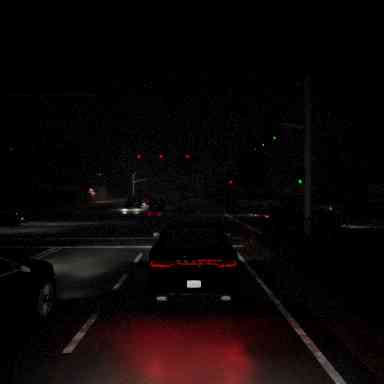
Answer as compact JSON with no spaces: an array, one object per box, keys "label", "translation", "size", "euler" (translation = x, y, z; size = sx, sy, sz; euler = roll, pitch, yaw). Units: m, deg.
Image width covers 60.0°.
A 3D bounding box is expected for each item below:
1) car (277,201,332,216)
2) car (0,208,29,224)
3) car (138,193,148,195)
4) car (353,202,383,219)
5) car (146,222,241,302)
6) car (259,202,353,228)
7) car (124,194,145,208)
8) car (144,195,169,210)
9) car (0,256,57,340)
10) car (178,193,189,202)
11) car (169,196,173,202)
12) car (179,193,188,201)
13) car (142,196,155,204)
[{"label":"car","translation":[10.866,1.601,32.336],"size":[4.718,1.301,1.895],"euler":[0,0,-2]},{"label":"car","translation":[-14.353,1.601,23.755],"size":[4.718,1.301,1.895],"euler":[0,0,-2]},{"label":"car","translation":[-8.545,1.221,57.087],"size":[2.150,2.045,5.566],"euler":[0,0,-1]},{"label":"car","translation":[14.762,1.564,28.946],"size":[4.181,1.385,1.994],"euler":[0,0,-2]},{"label":"car","translation":[0.001,1.478,8.365],"size":[1.882,1.535,5.008],"euler":[0,0,-1]},{"label":"car","translation":[7.092,1.547,21.504],"size":[5.357,1.411,2.033],"euler":[0,0,-2]},{"label":"car","translation":[-8.307,1.477,47.102],"size":[1.882,1.535,5.008],"euler":[0,0,-1]},{"label":"car","translation":[-4.467,1.491,42.403],"size":[2.128,1.511,4.902],"euler":[0,0,-1]},{"label":"car","translation":[-3.468,1.492,4.374],"size":[2.128,1.511,4.902],"euler":[0,0,0]},{"label":"car","translation":[-1.900,1.225,74.229],"size":[2.150,2.045,5.566],"euler":[0,0,-1]},{"label":"car","translation":[-5.486,1.539,77.302],"size":[2.033,1.411,5.357],"euler":[0,0,-1]},{"label":"car","translation":[-2.182,1.225,84.962],"size":[2.150,2.045,5.566],"euler":[0,0,-1]},{"label":"car","translation":[-8.753,1.564,67.157],"size":[1.994,1.385,4.181],"euler":[0,0,-1]}]
